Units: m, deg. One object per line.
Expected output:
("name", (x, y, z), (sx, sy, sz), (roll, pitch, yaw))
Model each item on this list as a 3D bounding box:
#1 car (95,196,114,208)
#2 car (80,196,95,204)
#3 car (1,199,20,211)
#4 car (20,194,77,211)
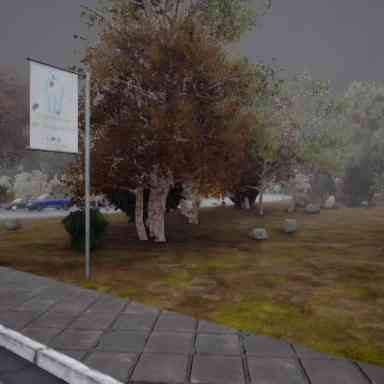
("car", (-11.033, 1.312, 47.945), (2.097, 1.767, 4.553), (0, 0, 37))
("car", (-14.844, 1.319, 48.739), (2.097, 1.767, 4.553), (0, 0, 38))
("car", (-20.830, 1.498, 41.122), (1.837, 1.490, 4.892), (0, 0, 38))
("car", (-17.130, 1.212, 40.145), (2.150, 2.045, 5.566), (0, 0, 39))
